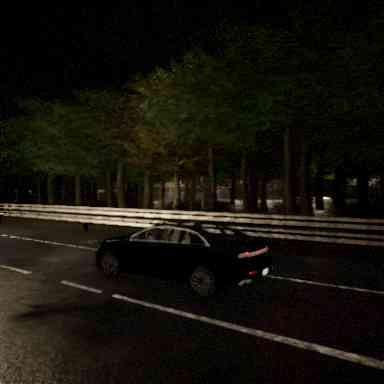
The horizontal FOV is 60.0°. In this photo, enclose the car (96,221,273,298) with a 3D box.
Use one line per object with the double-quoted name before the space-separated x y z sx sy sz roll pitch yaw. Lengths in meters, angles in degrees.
"car" -0.412 1.494 8.529 4.902 1.511 2.128 0 0 35
